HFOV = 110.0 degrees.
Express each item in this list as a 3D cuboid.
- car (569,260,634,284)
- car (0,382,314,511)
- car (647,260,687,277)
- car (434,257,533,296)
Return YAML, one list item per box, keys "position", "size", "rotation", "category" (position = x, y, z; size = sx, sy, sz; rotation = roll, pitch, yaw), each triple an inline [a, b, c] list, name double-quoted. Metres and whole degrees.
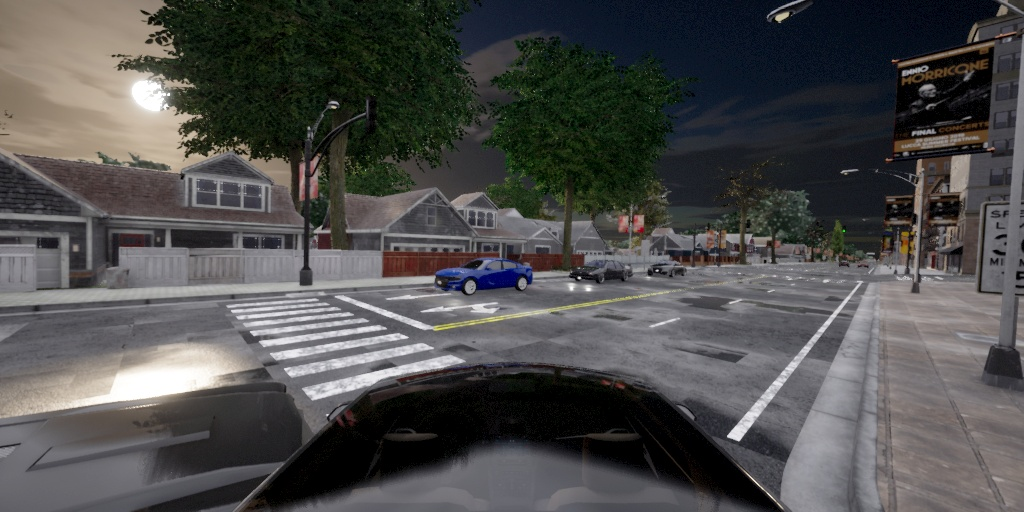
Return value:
- position: [5.967, 0.943, 23.376]
  size: [5.357, 1.411, 2.033]
  rotation: [0, 2, -44]
  category: "car"
- position: [-3.308, 1.295, 1.233]
  size: [4.718, 1.301, 1.895]
  rotation: [1, 2, -34]
  category: "car"
- position: [13.137, 1.011, 30.325]
  size: [4.181, 1.385, 1.994]
  rotation: [0, 2, -45]
  category: "car"
- position: [-1.173, 0.826, 16.428]
  size: [5.008, 1.535, 1.882]
  rotation: [0, 2, -44]
  category: "car"
